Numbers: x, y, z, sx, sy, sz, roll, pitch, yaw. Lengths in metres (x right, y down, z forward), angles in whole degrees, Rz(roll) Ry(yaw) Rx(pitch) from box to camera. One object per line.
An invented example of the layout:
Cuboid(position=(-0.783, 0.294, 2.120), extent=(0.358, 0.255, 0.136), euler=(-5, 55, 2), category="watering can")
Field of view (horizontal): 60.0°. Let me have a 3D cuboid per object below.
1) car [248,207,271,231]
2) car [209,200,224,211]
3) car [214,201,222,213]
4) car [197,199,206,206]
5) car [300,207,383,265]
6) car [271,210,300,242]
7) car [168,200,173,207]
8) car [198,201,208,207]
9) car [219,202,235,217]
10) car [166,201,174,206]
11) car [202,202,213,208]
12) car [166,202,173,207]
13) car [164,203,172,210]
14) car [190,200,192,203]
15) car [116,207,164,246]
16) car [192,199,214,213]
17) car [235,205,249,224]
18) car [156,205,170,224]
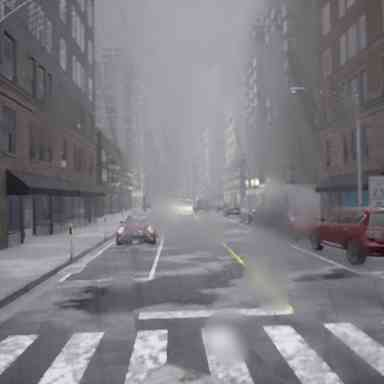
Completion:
Cuboid(position=(5.570, 1.904, 23.203), extent=(1.947, 1.339, 4.313), euler=(-1, -1, -3), category="car")
Cuboid(position=(4.224, 2.329, 57.739), extent=(2.097, 1.767, 4.553), euler=(-1, -1, -3), category="car")
Cuboid(position=(4.581, 2.351, 50.776), extent=(1.837, 1.490, 4.892), euler=(-1, -1, -3), category="car")
Cuboid(position=(2.504, 2.883, 89.409), extent=(2.192, 1.841, 5.009), euler=(-1, -1, -3), category="car")
Cuboid(position=(6.077, 1.446, 12.174), extent=(2.192, 1.841, 5.009), euler=(-1, -1, -3), category="car")
Cuboid(position=(5.826, 1.817, 17.686), extent=(1.802, 1.307, 4.206), euler=(-1, -1, -3), category="car")
Cuboid(position=(-4.987, 2.857, 66.929), extent=(1.947, 1.339, 4.313), euler=(-1, -1, -3), category="car")
Cuboid(position=(2.763, 3.031, 83.888), extent=(1.947, 1.339, 4.313), euler=(-1, -1, -3), category="car")
Cuboid(position=(4.805, 2.213, 39.754), extent=(1.947, 1.339, 4.313), euler=(-1, -1, -3), category="car")
Cuboid(position=(-6.265, 3.243, 94.522), extent=(1.967, 1.590, 4.097), euler=(-1, -1, -3), category="car")
Cuboid(position=(3.273, 2.812, 72.855), extent=(2.008, 1.369, 4.403), euler=(-1, -1, -3), category="car")
Cuboid(position=(-6.008, 3.266, 89.002), extent=(1.947, 1.339, 4.313), euler=(-1, -1, -3), category="car")
Cuboid(position=(-3.710, 2.324, 39.338), extent=(1.887, 1.381, 4.507), euler=(-1, -1, -3), category="car")
Cuboid(position=(1.114, 2.590, 59.822), extent=(1.812, 1.442, 4.674), euler=(-1, -1, -2), category="car")
Cuboid(position=(-2.691, 1.807, 17.267), extent=(1.967, 1.590, 4.097), euler=(-1, -1, -3), category="car")
Cuboid(position=(1.556, 2.107, 50.151), extent=(2.150, 2.045, 5.566), euler=(-1, -1, -2), category="car")
Cuboid(position=(5.315, 1.992, 28.721), extent=(2.008, 1.369, 4.403), euler=(-1, -1, -3), category="car")
Cuboid(position=(-3.200, 2.125, 28.301), extent=(2.008, 1.369, 4.403), euler=(-1, -1, -3), category="car")
